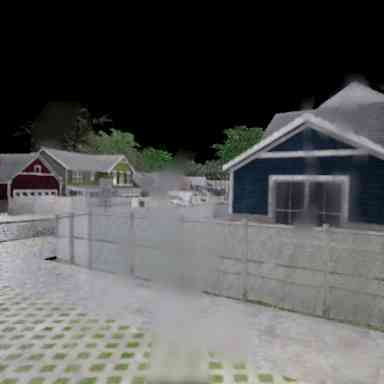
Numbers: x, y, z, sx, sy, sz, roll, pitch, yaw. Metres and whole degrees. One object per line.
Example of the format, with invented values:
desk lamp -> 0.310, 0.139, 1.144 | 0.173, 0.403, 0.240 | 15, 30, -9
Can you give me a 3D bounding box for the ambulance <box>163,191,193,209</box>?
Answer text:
ambulance -> -1.836, 1.132, 43.871 | 2.351, 2.431, 6.366 | 2, 0, 18
